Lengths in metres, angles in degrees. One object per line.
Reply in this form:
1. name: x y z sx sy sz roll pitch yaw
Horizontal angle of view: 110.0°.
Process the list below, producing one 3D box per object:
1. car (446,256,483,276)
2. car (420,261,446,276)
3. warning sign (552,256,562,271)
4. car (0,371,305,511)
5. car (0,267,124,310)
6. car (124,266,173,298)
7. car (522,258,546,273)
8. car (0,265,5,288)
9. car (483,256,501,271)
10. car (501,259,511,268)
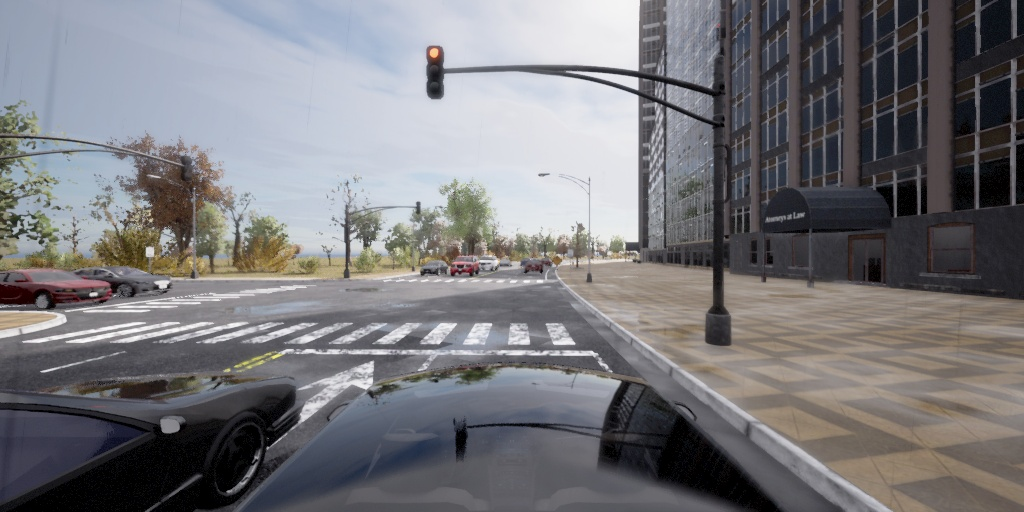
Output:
1. car: -4.751 0.970 36.782 2.150 2.045 5.566 0 0 4
2. car: -7.943 1.252 37.071 1.837 1.490 4.892 0 0 6
3. warning sign: 5.544 0.869 43.990 1.300 1.860 1.060 0 0 7
4. car: -3.128 1.297 1.295 2.033 1.411 5.357 0 0 1
5. car: -19.335 1.281 14.705 5.008 1.535 1.882 0 0 6
6. car: -20.106 1.284 18.180 4.902 1.511 2.128 0 0 1
7. car: 2.761 1.104 43.487 2.097 1.767 4.553 0 0 7
8. car: -35.096 1.322 22.276 4.892 1.490 1.837 0 0 3
9. car: -3.347 0.970 48.559 2.150 2.045 5.566 0 0 8
10. car: -1.280 1.281 62.126 1.812 1.442 4.674 0 0 10
